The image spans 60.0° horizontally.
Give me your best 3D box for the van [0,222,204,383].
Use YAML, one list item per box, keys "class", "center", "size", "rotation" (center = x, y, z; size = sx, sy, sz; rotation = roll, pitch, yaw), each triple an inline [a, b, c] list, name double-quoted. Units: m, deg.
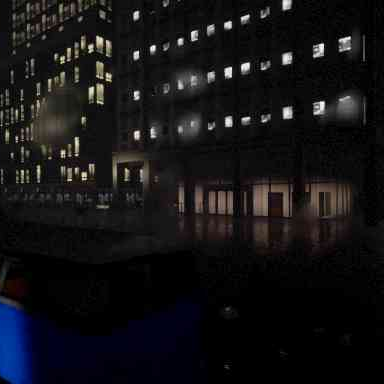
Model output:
- class: "van"
  center: [-1.774, 1.342, 4.150]
  size: [3.998, 1.788, 1.690]
  rotation: [0, 0, 36]
